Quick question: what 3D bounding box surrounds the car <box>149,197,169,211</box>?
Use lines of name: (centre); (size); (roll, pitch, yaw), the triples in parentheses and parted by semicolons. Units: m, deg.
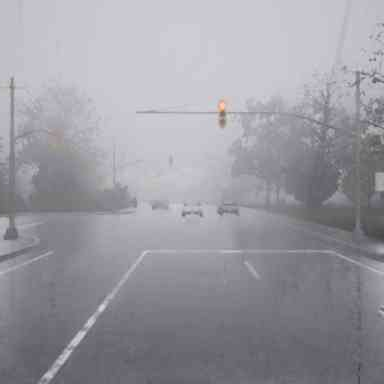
car: (-4.063, 1.460, 43.110); (2.097, 1.767, 4.553); (0, -1, -3)

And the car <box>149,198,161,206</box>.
car: (-8.024, 2.160, 71.721); (1.882, 1.535, 5.008); (0, -1, -16)

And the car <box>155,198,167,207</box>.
car: (-5.475, 1.872, 58.359); (1.837, 1.490, 4.892); (0, -2, -8)

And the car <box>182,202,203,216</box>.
car: (0.014, 1.631, 32.412); (1.895, 1.301, 4.718); (0, 0, -1)

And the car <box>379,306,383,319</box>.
car: (3.601, 1.603, 2.608); (1.895, 1.301, 4.718); (0, 0, 0)

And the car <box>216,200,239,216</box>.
car: (3.495, 1.524, 33.284); (2.128, 1.511, 4.902); (0, 0, -1)
